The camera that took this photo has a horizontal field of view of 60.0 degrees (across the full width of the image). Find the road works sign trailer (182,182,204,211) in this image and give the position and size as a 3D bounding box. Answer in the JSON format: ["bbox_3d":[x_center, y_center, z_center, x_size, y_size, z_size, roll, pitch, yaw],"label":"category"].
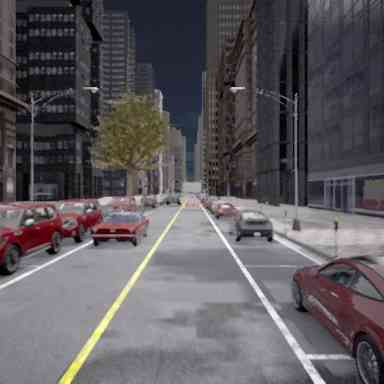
[{"bbox_3d":[0.005,0.440,40.674,2.380,3.560,2.880,0,0,0],"label":"road works sign trailer"}]

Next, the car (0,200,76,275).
[{"bbox_3d":[-5.762,1.308,10.548,2.192,1.841,5.009,0,0,0],"label":"car"}]

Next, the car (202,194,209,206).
[{"bbox_3d":[2.767,1.414,44.619,1.967,1.590,4.097,0,0,0],"label":"car"}]

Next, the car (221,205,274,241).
[{"bbox_3d":[2.764,1.539,16.231,2.008,1.369,4.403,0,0,0],"label":"car"}]

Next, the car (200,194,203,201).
[{"bbox_3d":[2.769,1.522,61.651,2.008,1.369,4.403,0,0,0],"label":"car"}]

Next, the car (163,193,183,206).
[{"bbox_3d":[-3.054,1.194,55.670,2.150,2.045,5.566,0,0,1],"label":"car"}]

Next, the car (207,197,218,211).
[{"bbox_3d":[2.766,1.504,33.434,1.752,1.417,4.829,0,0,0],"label":"car"}]

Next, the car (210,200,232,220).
[{"bbox_3d":[2.765,1.563,27.586,1.802,1.307,4.206,0,0,0],"label":"car"}]

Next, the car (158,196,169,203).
[{"bbox_3d":[-5.756,1.553,67.321,1.802,1.307,4.206,0,0,0],"label":"car"}]

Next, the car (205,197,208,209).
[{"bbox_3d":[2.766,1.558,38.941,1.802,1.307,4.206,0,0,0],"label":"car"}]

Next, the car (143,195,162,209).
[{"bbox_3d":[-5.758,1.289,44.611,2.192,1.841,5.009,0,0,0],"label":"car"}]

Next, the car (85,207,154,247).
[{"bbox_3d":[-3.099,1.590,15.220,1.895,1.301,4.718,0,0,0],"label":"car"}]

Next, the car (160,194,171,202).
[{"bbox_3d":[-5.755,1.286,72.999,2.192,1.841,5.009,0,0,0],"label":"car"}]

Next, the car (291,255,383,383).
[{"bbox_3d":[2.763,1.578,4.876,1.802,1.307,4.206,0,0,0],"label":"car"}]

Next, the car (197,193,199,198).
[{"bbox_3d":[2.771,1.521,78.685,2.008,1.369,4.403,0,0,0],"label":"car"}]

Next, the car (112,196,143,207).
[{"bbox_3d":[-5.760,1.297,27.580,2.192,1.841,5.009,0,0,0],"label":"car"}]

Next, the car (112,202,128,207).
[{"bbox_3d":[-5.760,1.551,21.902,1.947,1.339,4.313,0,0,0],"label":"car"}]

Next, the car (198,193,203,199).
[{"bbox_3d":[2.769,1.411,67.329,1.967,1.590,4.097,0,0,0],"label":"car"}]

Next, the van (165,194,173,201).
[{"bbox_3d":[-5.754,1.312,84.354,1.690,1.788,3.998,0,0,0],"label":"van"}]

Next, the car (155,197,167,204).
[{"bbox_3d":[-5.756,1.554,61.644,1.802,1.307,4.206,0,0,0],"label":"car"}]

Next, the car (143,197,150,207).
[{"bbox_3d":[-5.759,1.530,33.257,2.008,1.369,4.403,0,0,0],"label":"car"}]

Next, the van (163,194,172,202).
[{"bbox_3d":[-5.755,1.312,78.676,1.690,1.788,3.998,0,0,0],"label":"van"}]

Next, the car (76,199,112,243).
[{"bbox_3d":[-5.761,1.304,16.225,2.192,1.841,5.009,0,0,0],"label":"car"}]

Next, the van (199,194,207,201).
[{"bbox_3d":[2.771,1.312,84.363,1.690,1.788,3.998,0,0,0],"label":"van"}]
